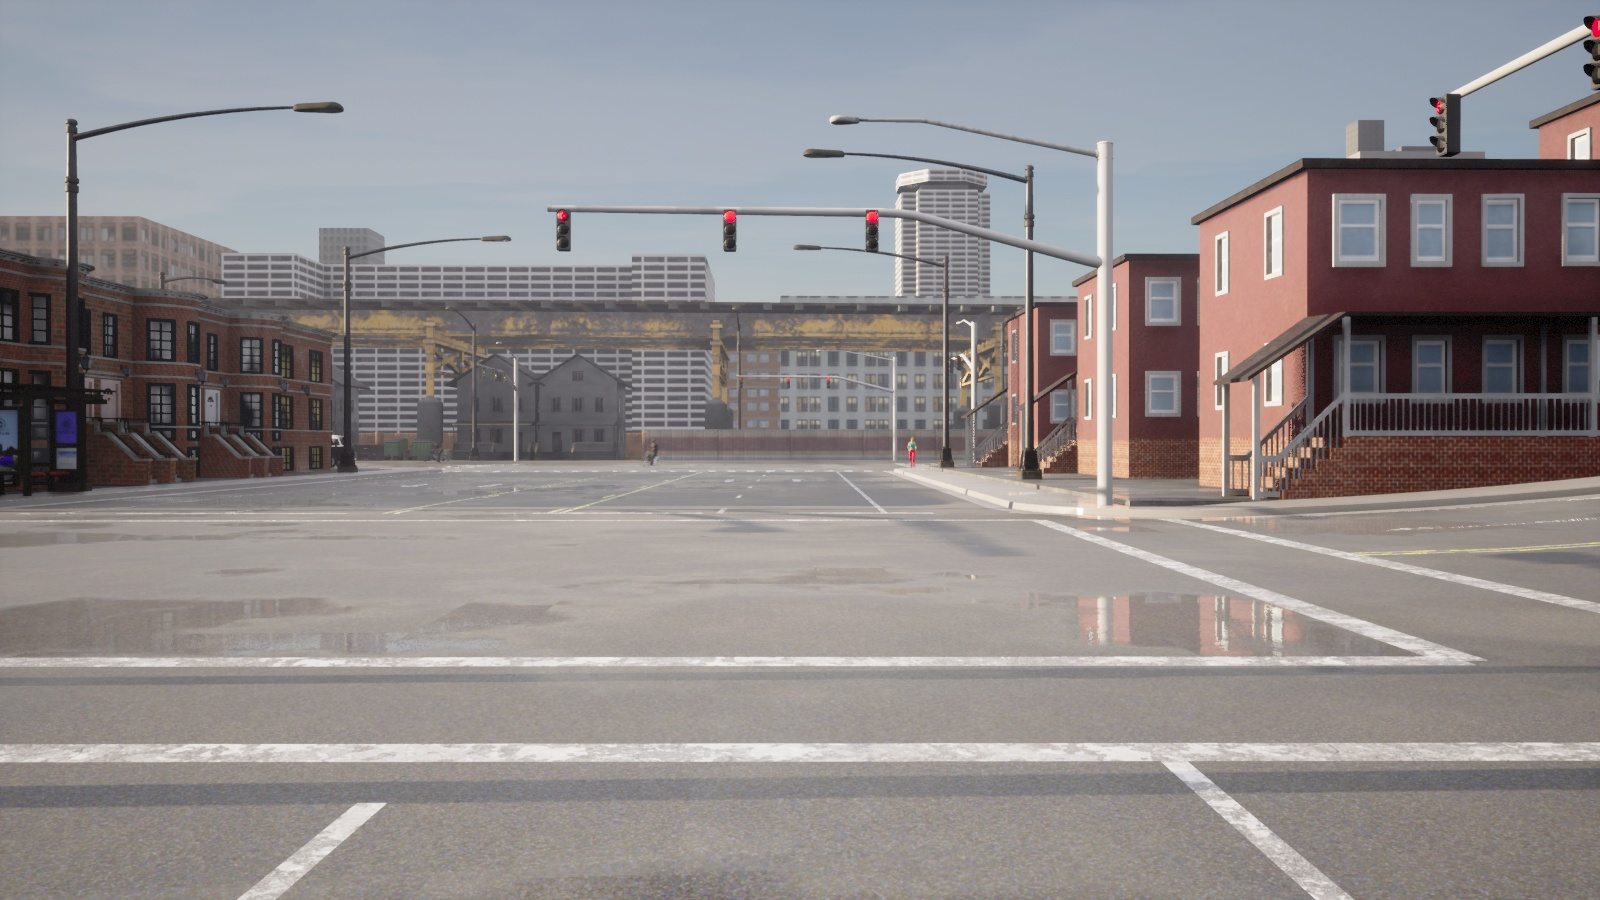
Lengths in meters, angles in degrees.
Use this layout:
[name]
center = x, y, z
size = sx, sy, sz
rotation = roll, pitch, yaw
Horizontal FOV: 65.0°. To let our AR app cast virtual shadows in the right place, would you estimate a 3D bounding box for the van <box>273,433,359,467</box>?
[van]
center = -29.763, 0.010, 77.297
size = 4.480, 2.038, 2.069
rotation = 0, 0, 0
